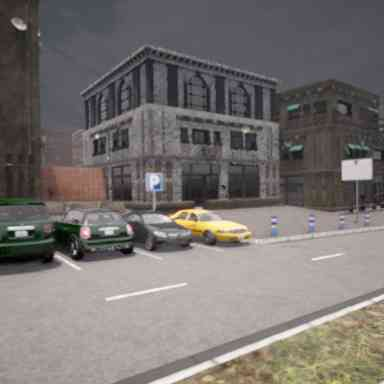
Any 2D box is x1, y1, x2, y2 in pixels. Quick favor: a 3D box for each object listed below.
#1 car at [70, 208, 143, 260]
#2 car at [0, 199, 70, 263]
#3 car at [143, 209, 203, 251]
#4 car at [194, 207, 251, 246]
[{"bbox_3d":[-4.049,1.386,12.962,2.185,1.767,4.553,0,0,-36],"label":"car"},{"bbox_3d":[-6.309,1.251,11.385,2.435,2.045,5.566,0,0,-36],"label":"car"},{"bbox_3d":[-1.846,1.565,14.616,2.002,1.452,4.674,0,0,-36],"label":"car"},{"bbox_3d":[0.492,1.539,16.091,1.946,1.575,5.366,0,0,-36],"label":"car"}]
